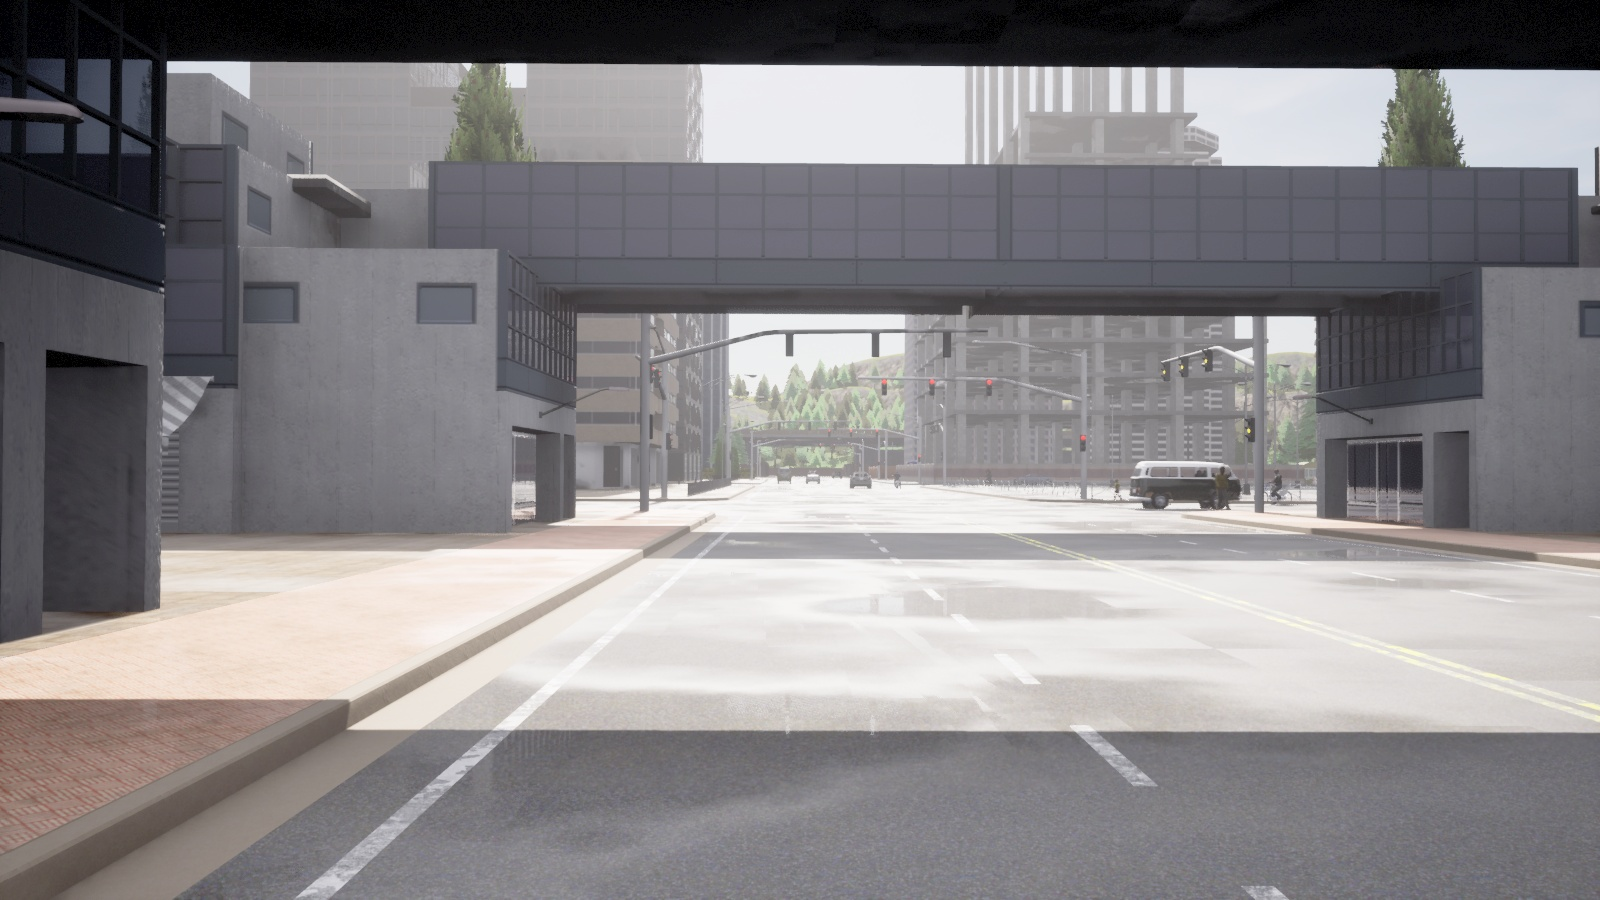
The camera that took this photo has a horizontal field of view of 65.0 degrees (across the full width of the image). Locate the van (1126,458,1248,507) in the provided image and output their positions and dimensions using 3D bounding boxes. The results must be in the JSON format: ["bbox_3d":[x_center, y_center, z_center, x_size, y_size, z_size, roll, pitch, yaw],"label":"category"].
[{"bbox_3d":[16.344,1.363,53.166,4.480,2.038,2.069,0,-1,0],"label":"van"}]

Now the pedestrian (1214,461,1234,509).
[{"bbox_3d":[16.390,1.341,48.586,0.431,1.840,0.709,0,-1,-9],"label":"pedestrian"}]

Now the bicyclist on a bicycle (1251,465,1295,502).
[{"bbox_3d":[22.648,1.602,60.157,1.843,1.776,0.659,0,-1,0],"label":"bicyclist on a bicycle"}]
